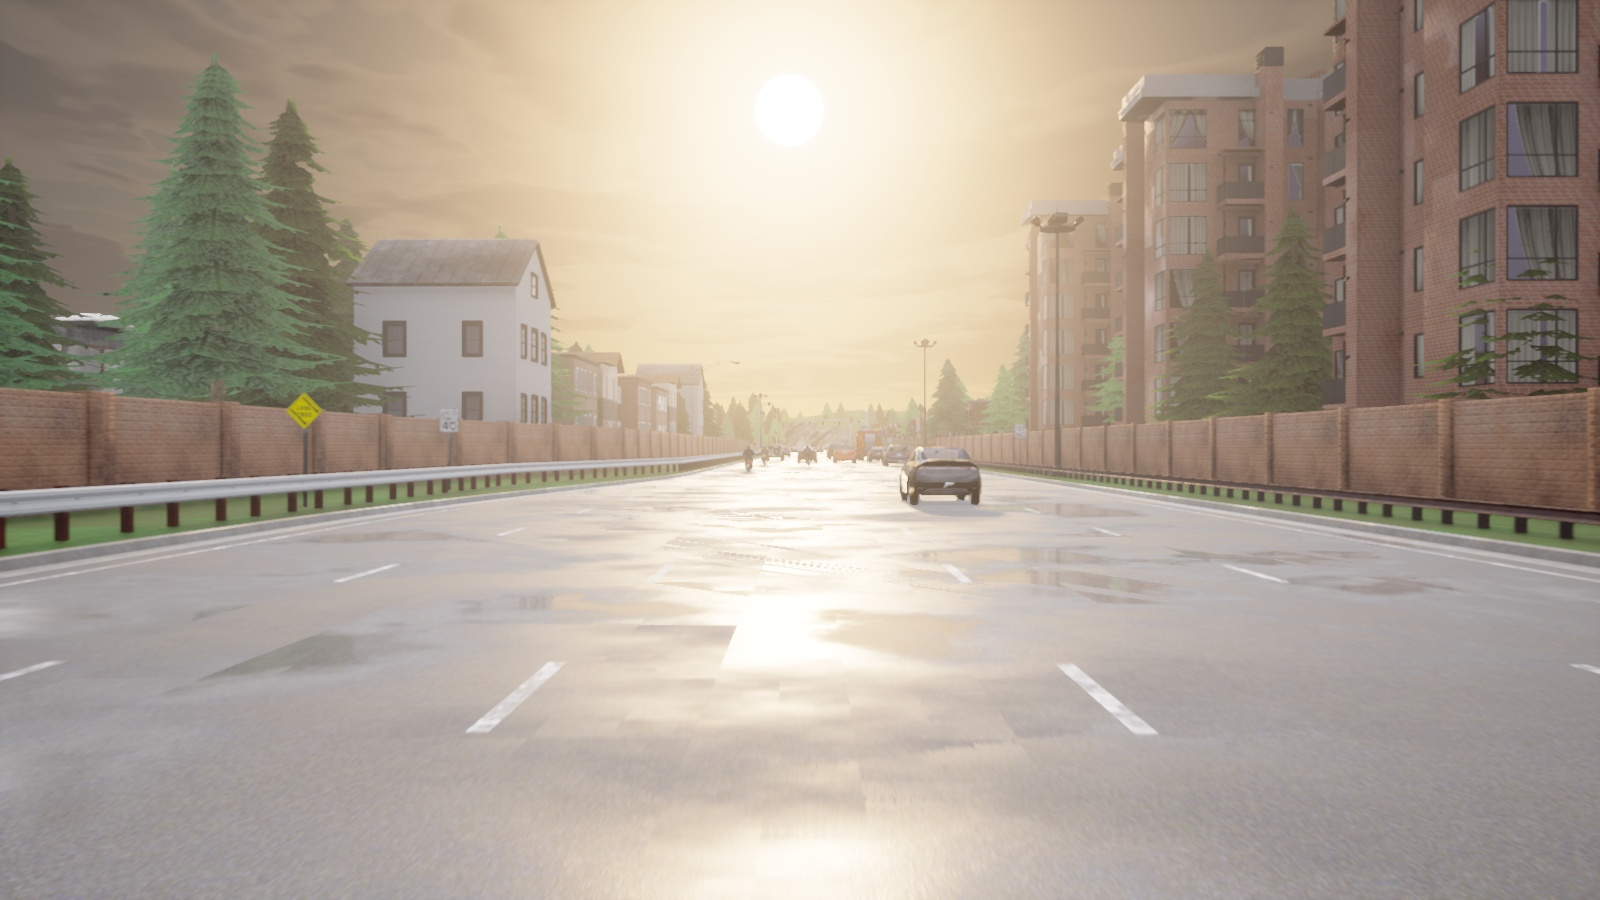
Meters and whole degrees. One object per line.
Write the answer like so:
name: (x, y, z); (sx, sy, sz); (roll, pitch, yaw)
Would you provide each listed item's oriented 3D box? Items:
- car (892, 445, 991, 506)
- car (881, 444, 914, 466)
car: (3.709, 0.634, 33.740); (2.128, 1.511, 4.902); (0, 0, 0)
car: (7.579, 0.386, 98.051); (2.242, 1.667, 4.611); (0, 0, 0)
